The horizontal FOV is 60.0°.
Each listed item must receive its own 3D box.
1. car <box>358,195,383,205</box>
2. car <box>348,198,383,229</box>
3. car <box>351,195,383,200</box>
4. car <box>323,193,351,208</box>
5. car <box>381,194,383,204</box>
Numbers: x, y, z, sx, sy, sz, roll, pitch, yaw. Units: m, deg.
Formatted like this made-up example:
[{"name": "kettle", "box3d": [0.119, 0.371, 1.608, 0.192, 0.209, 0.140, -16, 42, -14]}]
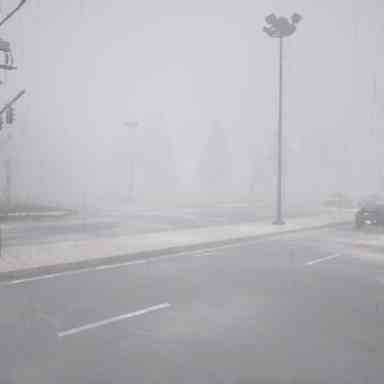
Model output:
[{"name": "car", "box3d": [26.040, 1.118, 48.242, 4.674, 1.442, 1.812, 0, 1, -40]}, {"name": "car", "box3d": [11.132, 1.345, 19.297, 4.892, 1.490, 1.837, 0, 1, -43]}, {"name": "car", "box3d": [21.490, 1.156, 39.695, 4.902, 1.511, 2.128, 0, 1, -41]}, {"name": "car", "box3d": [18.285, 0.965, 41.538, 4.553, 1.767, 2.097, 0, 1, -41]}, {"name": "car", "box3d": [32.495, 1.077, 53.772, 4.892, 1.490, 1.837, -1, 2, -40]}]
